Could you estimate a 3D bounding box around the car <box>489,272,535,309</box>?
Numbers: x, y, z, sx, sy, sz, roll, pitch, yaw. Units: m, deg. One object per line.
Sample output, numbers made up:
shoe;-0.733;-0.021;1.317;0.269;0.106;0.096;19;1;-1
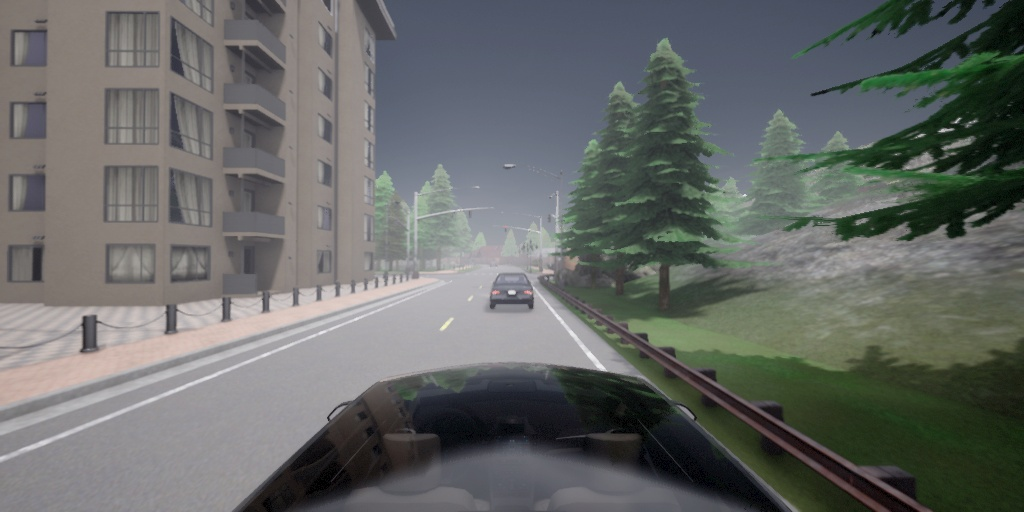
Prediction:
car;-0.007;1.431;15.832;2.033;1.411;5.357;0;-1;0
